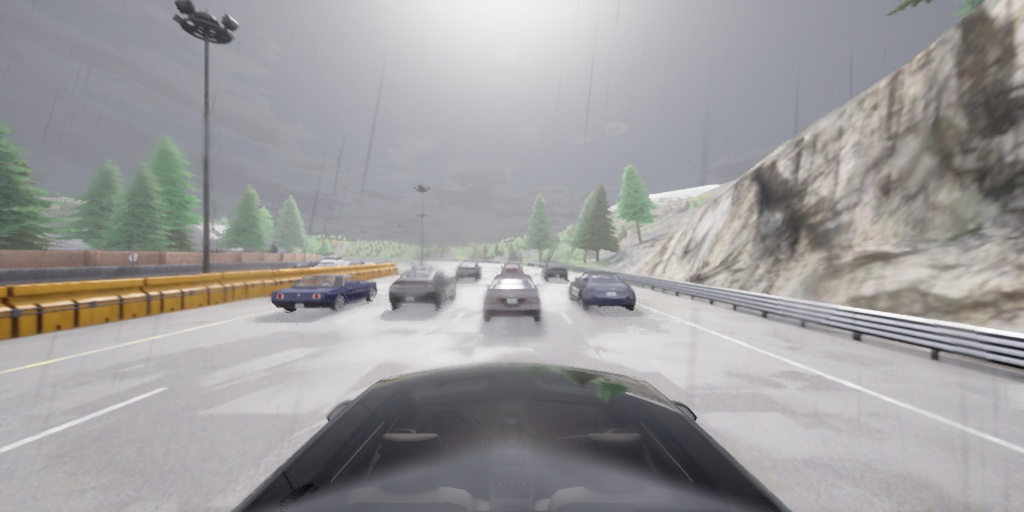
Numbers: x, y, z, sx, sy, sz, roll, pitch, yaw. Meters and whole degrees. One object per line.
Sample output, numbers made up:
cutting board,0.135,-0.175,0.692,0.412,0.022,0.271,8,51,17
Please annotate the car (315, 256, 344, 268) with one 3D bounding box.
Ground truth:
car,-26.915,0.998,53.687,2.150,2.045,5.566,0,0,-10

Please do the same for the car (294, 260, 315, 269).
car,-30.318,1.268,52.765,2.128,1.511,4.902,0,0,-9

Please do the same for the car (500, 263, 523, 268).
car,-0.011,1.289,30.285,1.812,1.442,4.674,0,0,-1

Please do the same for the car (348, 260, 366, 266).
car,-23.574,1.303,54.742,1.812,1.442,4.674,0,0,-10

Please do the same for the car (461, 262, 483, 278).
car,-3.501,1.256,29.607,2.128,1.511,4.902,0,0,0

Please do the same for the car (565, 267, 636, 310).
car,3.557,1.321,14.737,1.994,1.385,4.181,0,0,1

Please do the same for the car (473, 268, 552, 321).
car,0.036,1.303,12.424,2.033,1.411,5.357,0,0,1

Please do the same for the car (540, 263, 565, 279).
car,3.497,1.270,29.626,1.837,1.490,4.892,0,0,0

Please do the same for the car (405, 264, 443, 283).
car,-6.996,1.365,28.995,1.895,1.301,4.718,0,0,0

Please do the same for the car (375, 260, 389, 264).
car,-20.188,1.303,55.721,1.812,1.442,4.674,0,0,-10

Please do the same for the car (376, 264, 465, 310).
car,-3.442,1.248,14.602,2.128,1.511,4.902,0,0,1

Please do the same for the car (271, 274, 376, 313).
car,-6.947,1.357,13.995,1.895,1.301,4.718,0,0,1
